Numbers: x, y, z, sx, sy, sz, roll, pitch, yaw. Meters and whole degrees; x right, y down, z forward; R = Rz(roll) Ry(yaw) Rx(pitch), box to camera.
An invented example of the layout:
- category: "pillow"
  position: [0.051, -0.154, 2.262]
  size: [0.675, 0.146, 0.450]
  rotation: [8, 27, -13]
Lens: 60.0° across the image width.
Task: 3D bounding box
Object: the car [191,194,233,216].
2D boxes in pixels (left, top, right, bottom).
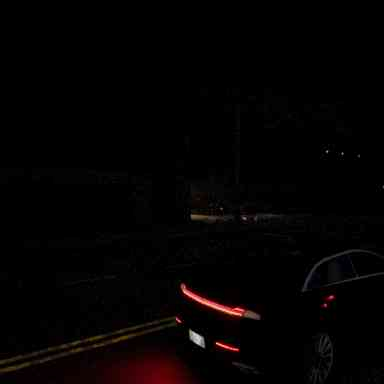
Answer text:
- category: "car"
  position: [1.107, 1.220, 33.329]
  size: [2.150, 2.045, 5.566]
  rotation: [0, 0, -37]

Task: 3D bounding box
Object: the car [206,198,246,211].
- category: "car"
  position: [4.127, 1.490, 41.325]
  size: [2.128, 1.511, 4.902]
  rotation: [0, 0, -37]

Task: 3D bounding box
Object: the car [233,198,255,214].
- category: "car"
  position: [4.324, 1.477, 34.869]
  size: [1.882, 1.535, 5.008]
  rotation: [0, 0, -37]

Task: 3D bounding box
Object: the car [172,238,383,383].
- category: "car"
  position: [2.031, 1.491, 5.279]
  size: [4.902, 1.511, 2.128]
  rotation: [0, 0, -35]
